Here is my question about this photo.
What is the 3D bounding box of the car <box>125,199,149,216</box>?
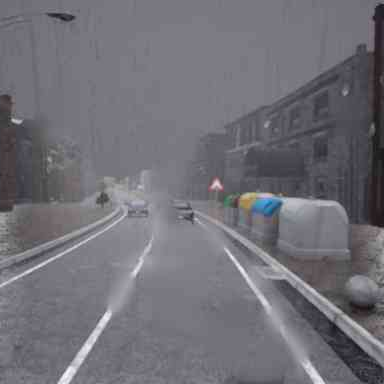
[{"bbox_3d":[-4.998,1.467,31.121,1.812,1.442,4.674,0,0,-8],"label":"car"}]

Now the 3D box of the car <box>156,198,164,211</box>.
[{"bbox_3d":[-3.284,1.454,40.619,2.128,1.511,4.902,0,-1,-10],"label":"car"}]

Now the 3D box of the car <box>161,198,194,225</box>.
[{"bbox_3d":[-0.928,1.437,23.835,2.128,1.511,4.902,0,0,-5],"label":"car"}]

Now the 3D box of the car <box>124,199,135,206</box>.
[{"bbox_3d":[-13.432,2.291,71.447,1.994,1.385,4.181,0,-1,-13],"label":"car"}]
